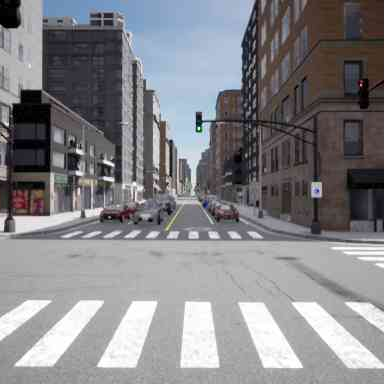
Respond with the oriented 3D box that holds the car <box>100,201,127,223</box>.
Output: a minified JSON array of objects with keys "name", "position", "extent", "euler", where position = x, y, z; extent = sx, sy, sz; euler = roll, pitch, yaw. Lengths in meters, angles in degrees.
[{"name":"car","position":[-5.873,1.547,25.898],"extent":[1.887,1.381,4.507],"euler":[1,0,0]}]

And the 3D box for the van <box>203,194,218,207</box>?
[{"name":"van","position":[2.640,1.347,42.917],"extent":[1.690,1.788,3.998],"euler":[1,0,0]}]

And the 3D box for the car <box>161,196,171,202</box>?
[{"name":"car","position":[-5.918,1.571,76.954],"extent":[2.008,1.369,4.403],"euler":[1,0,0]}]

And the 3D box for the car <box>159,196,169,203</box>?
[{"name":"car","position":[-5.914,1.600,71.281],"extent":[1.802,1.307,4.206],"euler":[1,0,0]}]

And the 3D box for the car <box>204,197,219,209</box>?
[{"name":"car","position":[2.643,1.586,37.244],"extent":[1.802,1.307,4.206],"euler":[1,0,0]}]

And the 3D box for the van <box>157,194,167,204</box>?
[{"name":"van","position":[-5.906,1.356,65.609],"extent":[1.690,1.788,3.998],"euler":[1,0,0]}]

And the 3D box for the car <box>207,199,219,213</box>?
[{"name":"car","position":[2.648,1.585,31.570],"extent":[1.802,1.307,4.206],"euler":[1,0,0]}]

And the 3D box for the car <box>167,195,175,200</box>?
[{"name":"car","position":[-5.934,1.572,93.973],"extent":[1.887,1.381,4.507],"euler":[1,0,0]}]

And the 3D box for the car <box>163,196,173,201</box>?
[{"name":"car","position":[-5.924,1.589,82.627],"extent":[1.947,1.339,4.313],"euler":[1,0,0]}]

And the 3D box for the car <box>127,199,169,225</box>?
[{"name":"car","position":[-3.101,1.494,24.304],"extent":[2.128,1.511,4.902],"euler":[0,0,-1]}]

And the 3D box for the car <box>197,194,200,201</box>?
[{"name":"car","position":[2.612,1.583,71.284],"extent":[1.947,1.339,4.313],"euler":[1,0,0]}]

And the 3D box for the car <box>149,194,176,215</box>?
[{"name":"car","position":[-3.132,1.225,34.224],"extent":[2.150,2.045,5.566],"euler":[0,0,0]}]

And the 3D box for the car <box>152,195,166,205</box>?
[{"name":"car","position":[-5.902,1.452,59.936],"extent":[1.967,1.590,4.097],"euler":[1,0,0]}]

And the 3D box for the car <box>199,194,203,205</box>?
[{"name":"car","position":[2.635,1.322,48.590],"extent":[2.192,1.841,5.009],"euler":[1,0,0]}]

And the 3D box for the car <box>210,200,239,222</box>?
[{"name":"car","position":[2.653,1.584,25.897],"extent":[1.802,1.307,4.206],"euler":[1,0,0]}]

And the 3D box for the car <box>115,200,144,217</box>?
[{"name":"car","position":[-5.878,1.548,31.571],"extent":[1.887,1.381,4.507],"euler":[1,0,0]}]

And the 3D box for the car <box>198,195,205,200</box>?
[{"name":"car","position":[2.592,1.552,94.147],"extent":[1.752,1.417,4.829],"euler":[1,0,0]}]

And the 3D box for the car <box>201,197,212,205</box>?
[{"name":"car","position":[2.622,1.594,59.937],"extent":[1.802,1.307,4.206],"euler":[1,0,0]}]

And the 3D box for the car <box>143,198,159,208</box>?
[{"name":"car","position":[-5.893,1.590,48.590],"extent":[1.802,1.307,4.206],"euler":[1,0,0]}]

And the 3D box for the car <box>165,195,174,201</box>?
[{"name":"car","position":[-5.929,1.591,88.300],"extent":[1.947,1.339,4.313],"euler":[1,0,0]}]
